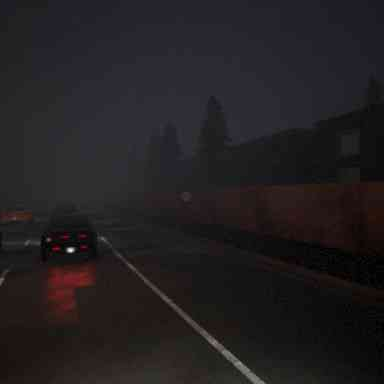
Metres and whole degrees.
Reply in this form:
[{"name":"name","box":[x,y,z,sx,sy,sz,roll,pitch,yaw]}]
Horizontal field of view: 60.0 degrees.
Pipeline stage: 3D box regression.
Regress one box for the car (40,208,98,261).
[{"name":"car","box":[-4.782,1.623,12.987,1.837,1.490,4.892,-1,0,-21]}]

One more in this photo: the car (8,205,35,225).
[{"name":"car","box":[-13.720,1.776,26.501,1.882,1.535,5.008,-1,0,-20]}]

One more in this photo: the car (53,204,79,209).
[{"name":"car","box":[-10.451,1.729,27.754,1.882,1.535,5.008,-1,0,-20]}]

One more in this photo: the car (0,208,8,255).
[{"name":"car","box":[-7.611,1.375,10.575,2.150,2.045,5.566,-1,0,-21]}]
